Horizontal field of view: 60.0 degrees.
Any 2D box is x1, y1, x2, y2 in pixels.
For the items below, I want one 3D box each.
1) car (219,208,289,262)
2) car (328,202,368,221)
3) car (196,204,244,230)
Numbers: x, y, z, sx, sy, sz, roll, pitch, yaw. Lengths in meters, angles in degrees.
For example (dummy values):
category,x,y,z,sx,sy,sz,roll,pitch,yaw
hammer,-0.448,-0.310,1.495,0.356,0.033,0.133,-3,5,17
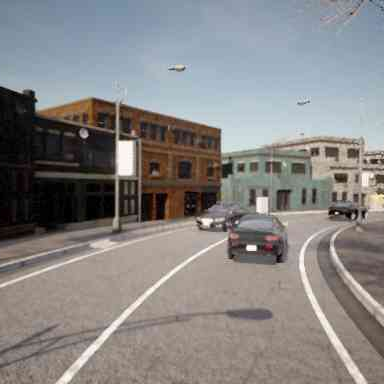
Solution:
category,x,y,z,sx,sy,sz,roll,pitch,yaw
car,2.510,1.537,12.277,1.812,1.442,4.674,1,0,18
car,13.818,1.630,29.259,5.008,1.535,1.882,1,0,-43
car,1.978,1.467,20.057,2.128,1.511,4.902,1,0,30
